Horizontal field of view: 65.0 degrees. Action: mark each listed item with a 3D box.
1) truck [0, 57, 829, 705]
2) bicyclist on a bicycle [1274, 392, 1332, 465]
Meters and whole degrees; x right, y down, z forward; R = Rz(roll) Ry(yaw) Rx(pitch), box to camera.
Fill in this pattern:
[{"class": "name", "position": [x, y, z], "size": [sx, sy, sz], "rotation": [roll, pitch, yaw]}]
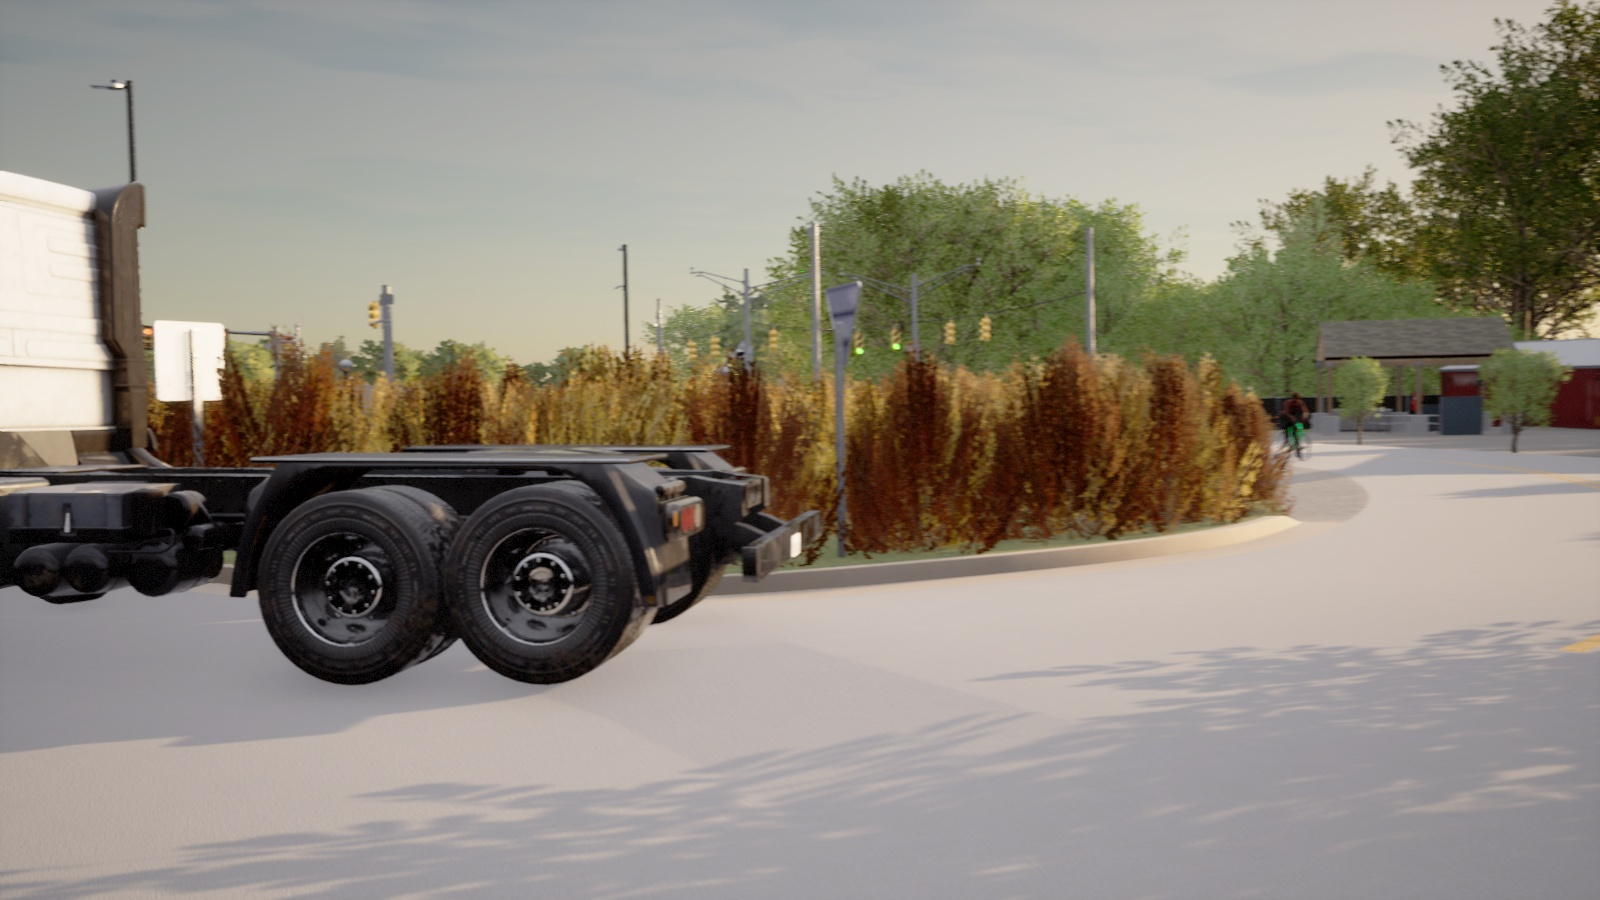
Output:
[{"class": "truck", "position": [-3.922, -0.417, 8.769], "size": [7.936, 3.462, 2.891], "rotation": [0, 2, 9]}, {"class": "bicyclist on a bicycle", "position": [11.679, -0.522, 29.189], "size": [0.582, 1.620, 1.656], "rotation": [-2, 2, -3]}]
